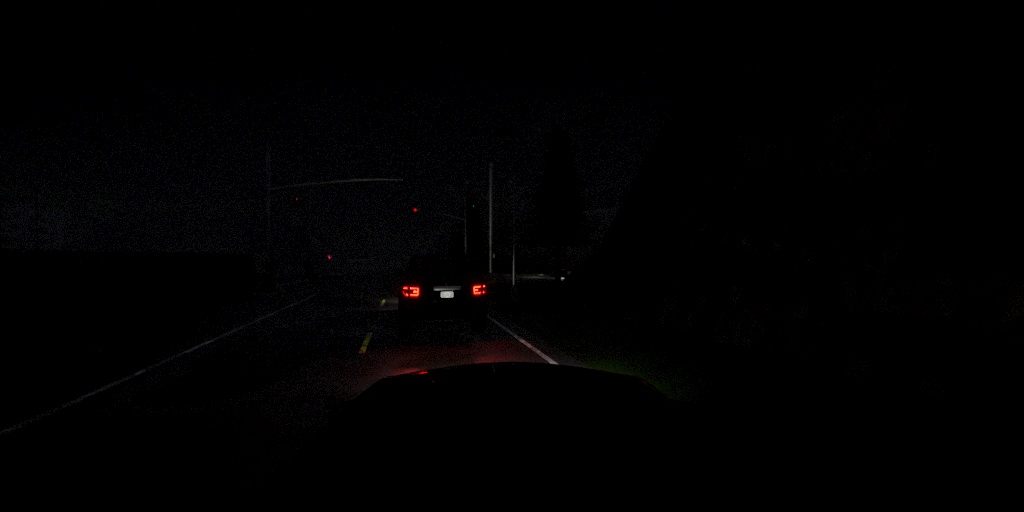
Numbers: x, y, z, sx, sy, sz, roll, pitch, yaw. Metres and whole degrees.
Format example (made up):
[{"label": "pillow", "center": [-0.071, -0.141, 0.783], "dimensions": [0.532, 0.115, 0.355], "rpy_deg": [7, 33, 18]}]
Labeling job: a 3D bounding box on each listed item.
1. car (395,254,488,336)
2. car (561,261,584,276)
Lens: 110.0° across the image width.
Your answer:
[{"label": "car", "center": [-2.230, 0.971, 10.718], "dimensions": [2.150, 2.045, 5.566], "rpy_deg": [0, 0, -16]}, {"label": "car", "center": [6.659, 1.225, 35.261], "dimensions": [5.008, 1.535, 1.882], "rpy_deg": [0, 0, -19]}]
